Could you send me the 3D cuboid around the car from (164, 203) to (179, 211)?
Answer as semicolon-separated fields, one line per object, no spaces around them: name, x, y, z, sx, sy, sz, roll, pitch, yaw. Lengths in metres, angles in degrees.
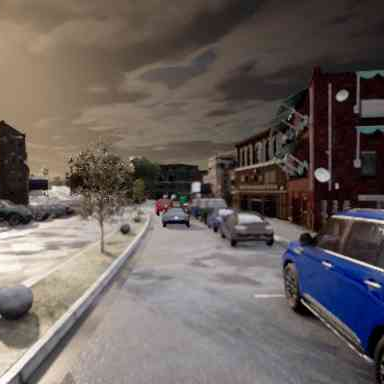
car;-3.701;2.606;58.691;1.895;1.301;4.718;0;-1;-13

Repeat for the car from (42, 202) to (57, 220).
car;-15.497;1.935;30.636;4.792;1.488;2.163;0;-1;-7

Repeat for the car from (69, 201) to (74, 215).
car;-16.763;2.153;38.857;4.792;1.488;2.163;0;-1;-9

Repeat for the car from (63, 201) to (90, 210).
car;-21.752;2.534;62.811;4.553;1.767;2.185;0;-1;-13

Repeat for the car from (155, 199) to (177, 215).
car;-3.582;1.885;43.011;2.150;2.045;5.566;0;-1;-9

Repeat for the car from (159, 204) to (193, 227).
car;-1.274;1.807;25.179;1.994;1.385;4.181;0;-1;-5

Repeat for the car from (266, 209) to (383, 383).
car;2.960;1.234;4.633;2.435;2.045;5.566;0;0;-1

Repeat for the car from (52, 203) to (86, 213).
car;-19.264;2.483;52.254;4.674;1.452;2.002;0;-1;-12

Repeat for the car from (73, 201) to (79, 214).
car;-17.158;2.220;41.556;4.792;1.488;2.163;0;-1;-10

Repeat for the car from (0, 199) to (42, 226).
car;-14.856;1.526;25.215;5.566;2.045;2.435;0;-1;-6

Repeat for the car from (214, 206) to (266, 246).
car;2.466;1.609;15.666;2.002;1.452;4.674;0;-1;-3

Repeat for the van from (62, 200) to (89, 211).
van;-20.973;2.381;60.164;4.442;1.987;1.878;0;-1;-13

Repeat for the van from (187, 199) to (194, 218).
van;0.933;1.641;32.348;1.878;1.987;4.442;0;-1;-6

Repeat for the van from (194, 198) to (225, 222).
van;1.560;1.520;26.846;1.878;1.987;4.442;0;-1;-5

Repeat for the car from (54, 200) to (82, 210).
car;-17.991;2.317;46.955;5.366;1.575;1.946;0;-1;-11

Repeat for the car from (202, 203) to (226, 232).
car;2.060;1.685;21.193;2.002;1.452;4.674;0;-1;-4

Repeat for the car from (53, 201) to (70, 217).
car;-16.303;2.054;36.165;4.892;1.521;2.231;0;-1;-8

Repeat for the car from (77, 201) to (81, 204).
car;-17.669;2.297;44.238;4.674;1.452;2.002;0;-1;-10
